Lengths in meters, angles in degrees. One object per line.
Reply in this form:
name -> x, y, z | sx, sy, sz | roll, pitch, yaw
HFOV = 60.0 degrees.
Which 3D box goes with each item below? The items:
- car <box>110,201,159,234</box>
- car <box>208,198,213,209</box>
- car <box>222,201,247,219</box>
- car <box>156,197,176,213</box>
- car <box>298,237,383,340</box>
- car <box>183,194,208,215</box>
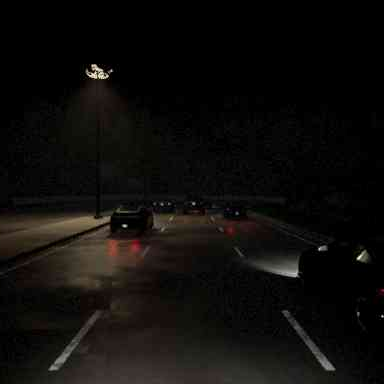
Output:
car -> -3.399, 1.491, 19.294 | 2.128, 1.511, 4.902 | 0, 0, 0
car -> 1.547, 1.491, 44.247 | 2.128, 1.511, 4.902 | 0, 0, 12
car -> 3.624, 1.525, 28.833 | 1.812, 1.442, 4.674 | 0, 0, 1
car -> -3.051, 1.353, 37.565 | 2.097, 1.767, 4.553 | 0, 0, 4
car -> 3.601, 1.564, 6.562 | 1.994, 1.385, 4.181 | 0, 0, 0
car -> 0.266, 1.221, 34.456 | 2.150, 2.045, 5.566 | 0, 0, 2
